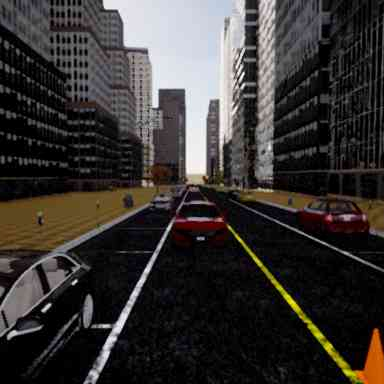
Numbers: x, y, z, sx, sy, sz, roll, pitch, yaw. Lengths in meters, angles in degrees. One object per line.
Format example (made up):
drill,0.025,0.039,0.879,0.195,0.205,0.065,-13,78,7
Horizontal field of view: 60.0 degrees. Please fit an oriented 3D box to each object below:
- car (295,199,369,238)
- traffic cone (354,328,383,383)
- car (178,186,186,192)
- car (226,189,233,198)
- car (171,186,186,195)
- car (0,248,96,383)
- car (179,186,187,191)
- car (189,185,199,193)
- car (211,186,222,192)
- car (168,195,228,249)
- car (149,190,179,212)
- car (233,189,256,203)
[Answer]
car,6.043,1.011,14.872,1.967,1.590,4.097,-1,2,0
traffic cone,2.083,1.843,3.770,0.340,0.580,0.340,0,2,0
car,-2.284,-0.616,76.732,1.802,1.307,4.206,-1,2,0
car,6.073,0.170,48.611,1.947,1.339,4.313,-1,2,0
car,-2.310,0.034,48.614,1.967,1.590,4.097,-1,2,0
car,-2.344,1.438,3.636,2.008,1.369,4.403,-1,2,0
car,-2.275,-0.961,87.977,2.008,1.369,4.403,-1,2,0
car,0.417,-0.786,74.645,2.097,1.767,4.553,0,2,0
car,6.095,-0.668,76.893,1.752,1.417,4.829,-1,2,0
car,0.268,1.100,12.835,1.882,1.535,5.008,0,2,0
car,-2.326,0.787,26.127,2.008,1.369,4.403,-1,2,0
car,6.063,0.444,37.536,1.752,1.417,4.829,-1,2,0
